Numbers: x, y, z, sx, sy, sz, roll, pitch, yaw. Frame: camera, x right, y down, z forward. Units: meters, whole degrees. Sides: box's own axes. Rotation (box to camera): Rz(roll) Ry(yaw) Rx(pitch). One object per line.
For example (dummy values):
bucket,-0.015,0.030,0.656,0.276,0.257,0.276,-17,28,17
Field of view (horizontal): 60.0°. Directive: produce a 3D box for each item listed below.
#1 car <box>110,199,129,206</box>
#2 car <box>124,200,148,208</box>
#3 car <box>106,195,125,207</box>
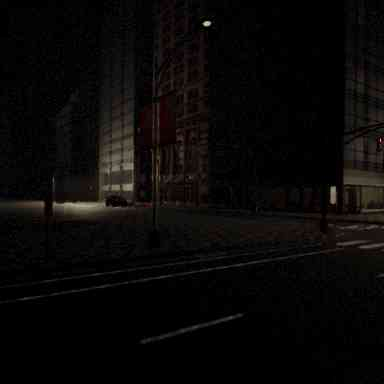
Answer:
car,-14.132,2.051,64.393,1.895,1.301,4.718,1,-1,-35
car,-9.483,2.027,57.895,1.895,1.301,4.718,1,-1,-35
car,-13.167,1.616,57.855,2.150,2.045,5.566,1,-1,-35
